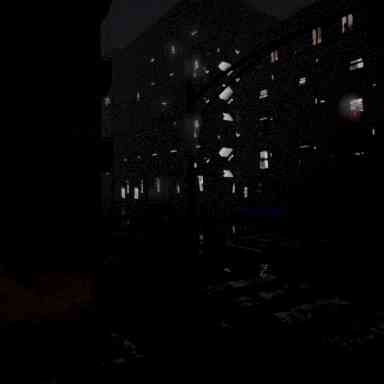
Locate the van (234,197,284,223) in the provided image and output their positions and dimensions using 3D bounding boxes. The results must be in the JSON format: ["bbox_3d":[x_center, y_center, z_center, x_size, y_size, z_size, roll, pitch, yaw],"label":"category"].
[{"bbox_3d":[4.913,1.277,24.934,1.690,1.788,3.998,0,0,-36],"label":"van"}]

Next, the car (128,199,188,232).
[{"bbox_3d":[-1.876,1.439,20.020,1.967,1.590,4.097,0,0,-36],"label":"car"}]

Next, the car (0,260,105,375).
[{"bbox_3d":[-3.568,1.526,4.019,4.829,1.417,1.752,0,0,-36],"label":"car"}]

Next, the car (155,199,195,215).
[{"bbox_3d":[-1.848,1.446,34.229,1.752,1.417,4.829,0,0,-36],"label":"car"}]

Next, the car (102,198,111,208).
[{"bbox_3d":[-11.737,1.459,47.827,1.887,1.381,4.507,-1,0,-36],"label":"car"}]

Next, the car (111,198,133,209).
[{"bbox_3d":[-8.407,1.460,43.248,1.887,1.381,4.507,-1,0,-36],"label":"car"}]
